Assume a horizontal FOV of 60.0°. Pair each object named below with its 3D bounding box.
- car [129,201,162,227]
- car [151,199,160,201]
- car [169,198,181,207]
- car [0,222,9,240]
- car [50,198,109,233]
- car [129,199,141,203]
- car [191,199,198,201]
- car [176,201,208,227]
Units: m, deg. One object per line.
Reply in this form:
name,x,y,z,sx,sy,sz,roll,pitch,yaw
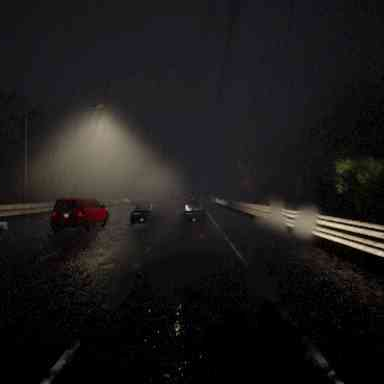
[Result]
car,-3.349,1.687,24.759,2.128,1.511,4.902,0,0,0
car,-6.598,1.974,60.779,2.128,1.511,4.902,0,-1,1
car,-3.088,1.831,60.028,2.097,1.767,4.553,0,0,0
car,-10.381,1.720,15.024,1.895,1.301,4.718,0,0,0
car,-6.864,1.388,20.858,2.150,2.045,5.566,0,0,0
car,-10.116,2.029,60.507,2.033,1.411,5.357,0,-1,3
car,0.408,2.050,61.337,1.994,1.385,4.181,0,-1,0
car,0.152,1.687,24.763,2.128,1.511,4.902,0,0,0
